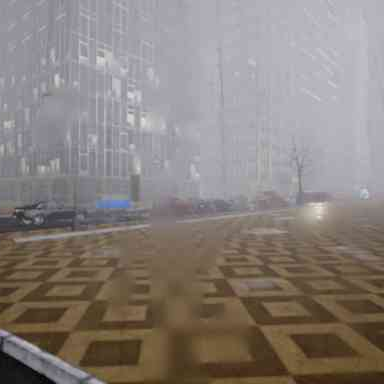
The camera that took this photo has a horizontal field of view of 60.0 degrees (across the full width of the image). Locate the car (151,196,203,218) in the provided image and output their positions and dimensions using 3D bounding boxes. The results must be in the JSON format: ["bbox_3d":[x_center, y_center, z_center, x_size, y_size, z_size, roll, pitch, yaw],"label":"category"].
[{"bbox_3d":[-1.383,1.222,27.268,1.967,1.590,4.097,1,1,40],"label":"car"}]

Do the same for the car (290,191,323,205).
[{"bbox_3d":[16.979,0.869,48.988,2.192,1.841,5.009,1,1,40],"label":"car"}]

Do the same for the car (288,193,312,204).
[{"bbox_3d":[17.607,0.985,53.867,1.882,1.535,5.008,0,1,41],"label":"car"}]

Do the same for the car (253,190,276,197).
[{"bbox_3d":[11.228,0.763,51.024,2.150,2.045,5.566,0,1,40],"label":"car"}]

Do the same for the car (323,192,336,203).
[{"bbox_3d":[20.670,0.824,53.316,2.192,1.841,5.009,1,1,40],"label":"car"}]

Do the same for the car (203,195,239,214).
[{"bbox_3d":[2.264,1.302,31.635,1.947,1.339,4.313,1,1,40],"label":"car"}]

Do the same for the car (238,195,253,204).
[{"bbox_3d":[6.922,1.122,50.115,1.947,1.339,4.313,1,1,40],"label":"car"}]

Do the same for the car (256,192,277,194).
[{"bbox_3d":[11.140,1.079,46.211,2.128,1.511,4.902,0,1,41],"label":"car"}]

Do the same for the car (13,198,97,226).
[{"bbox_3d":[-9.310,1.330,22.317,2.128,1.511,4.902,0,1,40],"label":"car"}]

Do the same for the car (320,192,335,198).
[{"bbox_3d":[32.762,0.806,80.417,1.947,1.339,4.313,1,1,40],"label":"car"}]

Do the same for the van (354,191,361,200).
[{"bbox_3d":[35.435,0.669,70.631,1.690,1.788,3.998,1,1,40],"label":"van"}]

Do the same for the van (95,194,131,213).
[{"bbox_3d":[-7.932,1.078,32.877,1.690,1.788,3.998,1,1,40],"label":"van"}]

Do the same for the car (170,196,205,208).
[{"bbox_3d":[-0.466,1.191,41.464,1.887,1.381,4.507,1,1,40],"label":"car"}]

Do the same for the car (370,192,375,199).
[{"bbox_3d":[39.125,0.834,74.963,2.008,1.369,4.403,1,1,40],"label":"car"}]

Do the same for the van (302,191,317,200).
[{"bbox_3d":[25.380,0.671,71.755,1.690,1.788,3.998,1,1,40],"label":"van"}]

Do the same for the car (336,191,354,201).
[{"bbox_3d":[28.162,0.942,62.106,1.752,1.417,4.829,1,1,40],"label":"car"}]

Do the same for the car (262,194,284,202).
[{"bbox_3d":[14.305,1.031,58.772,1.947,1.339,4.313,1,1,40],"label":"car"}]

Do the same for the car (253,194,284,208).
[{"bbox_3d":[9.596,1.226,40.334,1.802,1.307,4.206,1,1,40],"label":"car"}]
